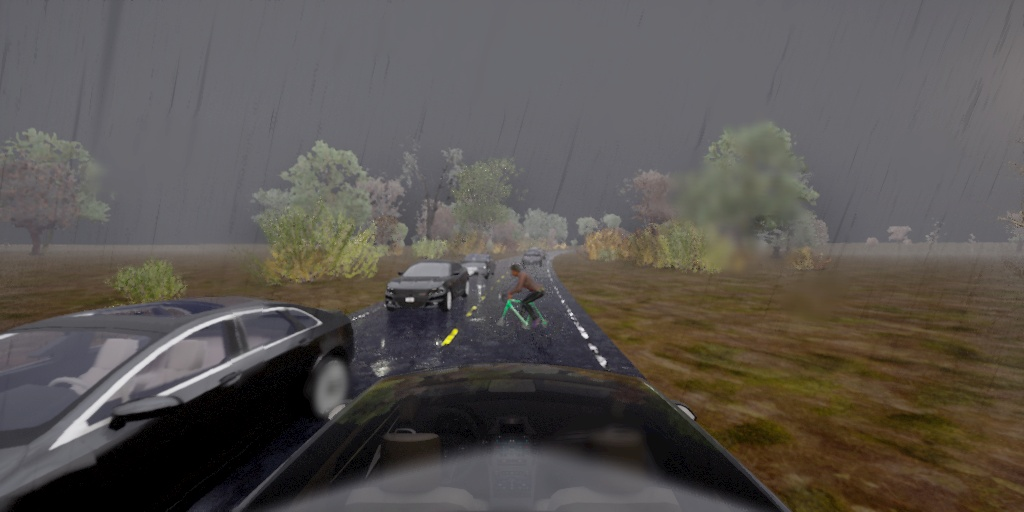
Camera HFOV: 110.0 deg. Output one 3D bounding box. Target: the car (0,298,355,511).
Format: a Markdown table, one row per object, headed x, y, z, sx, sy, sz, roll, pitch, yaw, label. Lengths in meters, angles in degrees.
| x | y | z | sx | sy | sz | roll | pitch | yaw | label |
| --- | --- | --- | --- | --- | --- | --- | --- | --- | --- |
| -3.057 | 1.189 | 2.864 | 2.128 | 1.511 | 4.902 | 0 | 2 | 2 | car |

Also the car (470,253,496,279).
| x | y | z | sx | sy | sz | roll | pitch | yaw | label |
| --- | --- | --- | --- | --- | --- | --- | --- | --- | --- |
| -2.141 | 0.566 | 22.564 | 2.128 | 1.511 | 4.902 | 0 | 2 | 4 | car |

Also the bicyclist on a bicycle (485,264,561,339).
| x | y | z | sx | sy | sz | roll | pitch | yaw | label |
| --- | --- | --- | --- | --- | --- | --- | --- | --- | --- |
| 0.235 | 1.009 | 7.822 | 1.656 | 1.620 | 0.582 | 0 | 2 | 2 | bicyclist on a bicycle |

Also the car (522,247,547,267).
| x | y | z | sx | sy | sz | roll | pitch | yaw | label |
| --- | --- | --- | --- | --- | --- | --- | --- | --- | --- |
| 1.984 | 0.219 | 34.200 | 2.128 | 1.511 | 4.902 | 0 | 2 | 6 | car |

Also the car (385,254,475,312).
| x | y | z | sx | sy | sz | roll | pitch | yaw | label |
| --- | --- | --- | --- | --- | --- | --- | --- | --- | --- |
| -2.726 | 0.869 | 12.504 | 1.882 | 1.535 | 5.008 | 0 | 2 | 3 | car |

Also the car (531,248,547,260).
| x | y | z | sx | sy | sz | roll | pitch | yaw | label |
| --- | --- | --- | --- | --- | --- | --- | --- | --- | --- |
| 3.880 | -0.269 | 50.463 | 1.837 | 1.490 | 4.892 | 1 | 2 | 8 | car |
